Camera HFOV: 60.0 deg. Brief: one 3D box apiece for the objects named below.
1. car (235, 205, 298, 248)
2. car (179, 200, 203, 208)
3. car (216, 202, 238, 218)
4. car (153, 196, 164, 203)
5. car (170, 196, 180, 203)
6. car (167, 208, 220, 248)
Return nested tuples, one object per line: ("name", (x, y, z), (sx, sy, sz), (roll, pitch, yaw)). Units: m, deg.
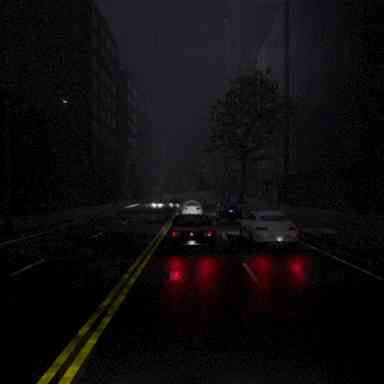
("car", (3.250, 1.524, 14.650), (1.812, 1.442, 4.674), (0, 0, 0))
("car", (0.000, 1.510, 29.650), (1.812, 1.442, 4.674), (0, 0, 0))
("car", (3.250, 1.549, 29.650), (1.994, 1.385, 4.181), (0, 0, 0))
("car", (-6.500, 1.446, 64.651), (2.128, 1.511, 4.902), (0, 0, 0))
("car", (-3.250, 1.526, 64.651), (1.994, 1.385, 4.181), (0, 0, 0))
("car", (0.000, 1.607, 14.680), (1.895, 1.301, 4.718), (0, 0, 0))
